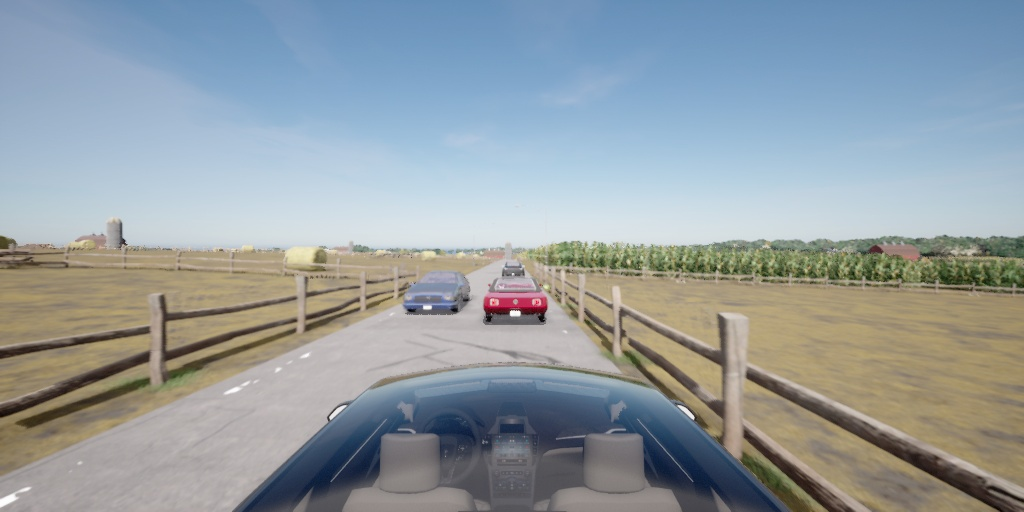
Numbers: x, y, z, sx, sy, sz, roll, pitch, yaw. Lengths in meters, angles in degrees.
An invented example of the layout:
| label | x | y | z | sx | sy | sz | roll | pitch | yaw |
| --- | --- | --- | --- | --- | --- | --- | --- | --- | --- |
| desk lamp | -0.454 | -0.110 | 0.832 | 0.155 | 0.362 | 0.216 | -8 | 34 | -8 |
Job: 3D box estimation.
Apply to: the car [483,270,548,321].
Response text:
| label | x | y | z | sx | sy | sz | roll | pitch | yaw |
| --- | --- | --- | --- | --- | --- | --- | --- | --- | --- |
| car | 0.095 | 1.348 | 12.419 | 1.895 | 1.301 | 4.718 | 0 | 0 | 0 |

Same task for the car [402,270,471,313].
| label | x | y | z | sx | sy | sz | roll | pitch | yaw |
| --- | --- | --- | --- | --- | --- | --- | --- | --- | --- |
| car | -2.752 | 1.293 | 14.361 | 2.033 | 1.411 | 5.357 | 0 | 0 | 0 |

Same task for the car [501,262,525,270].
| label | x | y | z | sx | sy | sz | roll | pitch | yaw |
| --- | --- | --- | --- | --- | --- | --- | --- | --- | --- |
| car | 0.101 | 1.209 | 30.341 | 2.128 | 1.511 | 4.902 | 0 | 0 | 0 |
